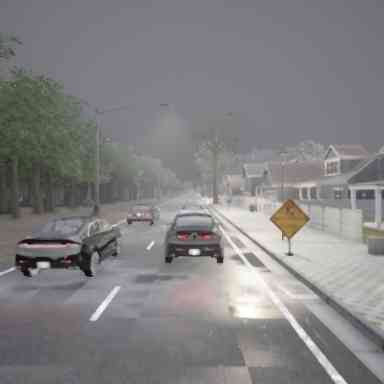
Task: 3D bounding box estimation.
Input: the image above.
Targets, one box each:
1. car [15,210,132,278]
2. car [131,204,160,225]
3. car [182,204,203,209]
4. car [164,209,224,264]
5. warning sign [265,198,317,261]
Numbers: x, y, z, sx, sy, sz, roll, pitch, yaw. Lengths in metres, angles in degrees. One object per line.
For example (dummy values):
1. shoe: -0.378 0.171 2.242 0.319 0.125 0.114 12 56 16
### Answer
1. car: -3.443 1.496 10.178 2.128 1.511 4.902 0 0 0
2. car: -3.444 1.556 24.225 2.033 1.411 5.357 0 0 1
3. car: 0.076 1.609 26.535 1.895 1.301 4.718 0 0 0
4. car: 0.072 1.506 11.842 1.837 1.490 4.892 0 -1 0
5. warning sign: 3.054 1.120 10.428 1.300 1.860 1.060 0 0 0
